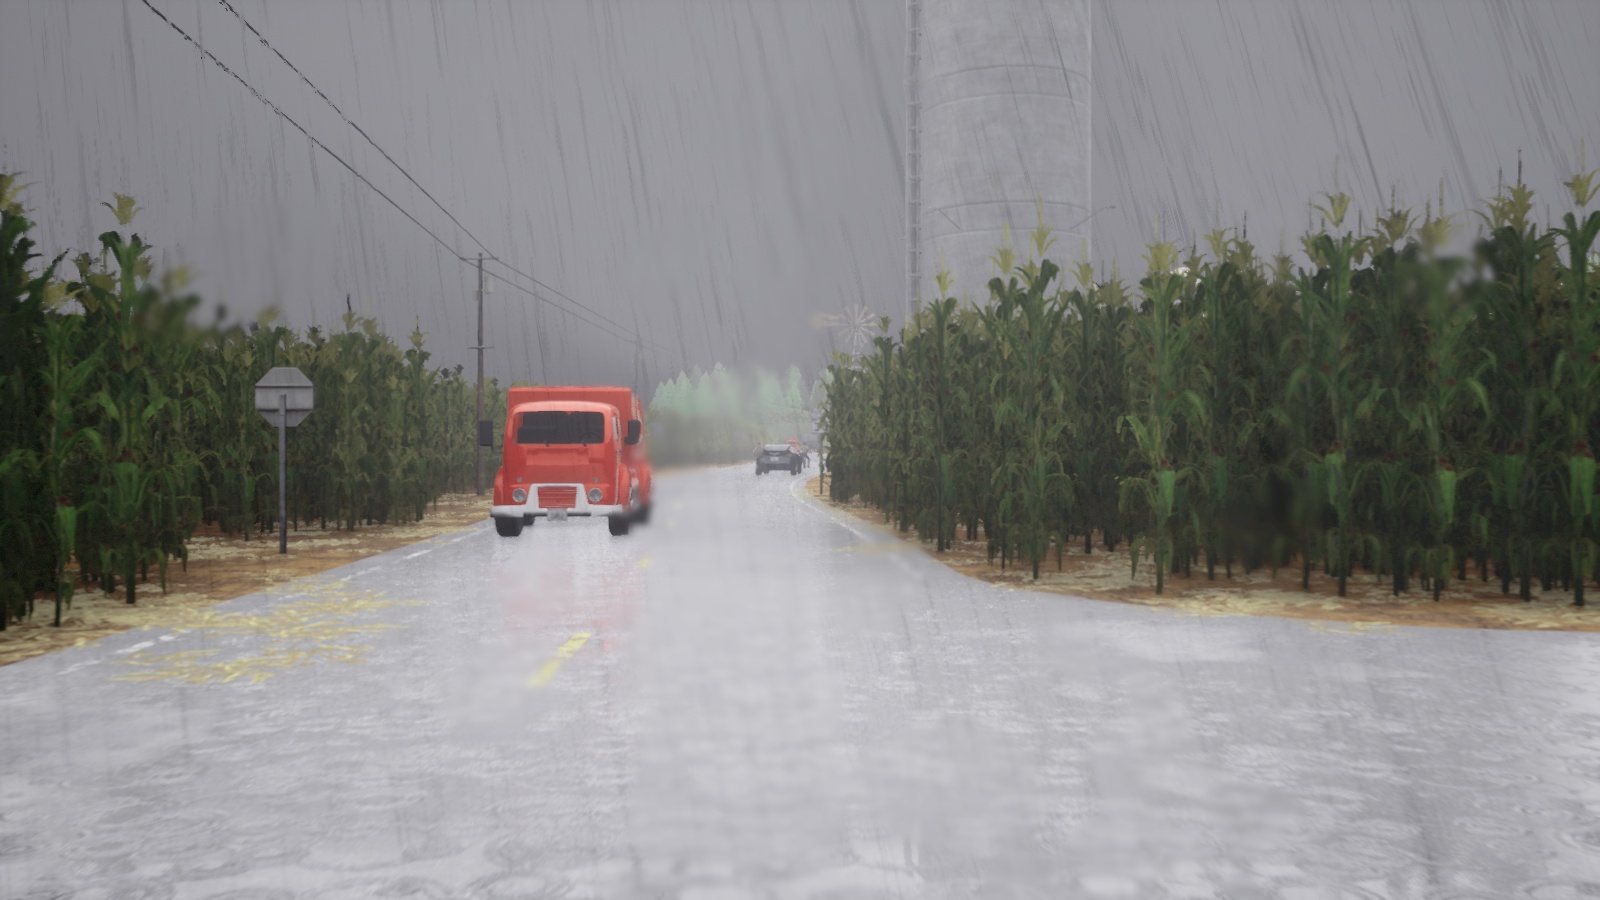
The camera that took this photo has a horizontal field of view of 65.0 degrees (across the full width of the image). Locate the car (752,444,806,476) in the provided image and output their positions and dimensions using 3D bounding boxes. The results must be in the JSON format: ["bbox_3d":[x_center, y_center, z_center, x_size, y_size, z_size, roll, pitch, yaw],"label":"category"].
[{"bbox_3d":[-0.988,0.445,61.652,2.163,1.488,4.792,0,0,5],"label":"car"}]

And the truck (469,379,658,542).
[{"bbox_3d":[-3.899,0.151,21.741,2.627,2.467,5.204,0,0,-4],"label":"truck"}]
